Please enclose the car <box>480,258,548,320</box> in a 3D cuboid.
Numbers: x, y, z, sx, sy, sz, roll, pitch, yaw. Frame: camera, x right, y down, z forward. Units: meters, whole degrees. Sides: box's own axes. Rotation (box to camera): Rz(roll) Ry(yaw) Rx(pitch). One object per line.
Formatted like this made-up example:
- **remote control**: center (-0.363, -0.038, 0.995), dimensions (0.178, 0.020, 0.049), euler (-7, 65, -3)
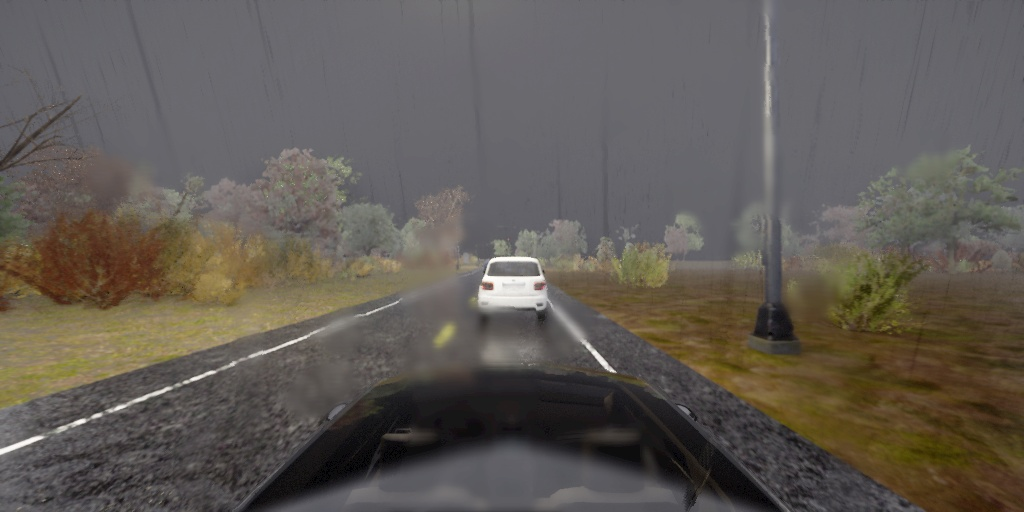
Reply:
- **car**: center (0.068, 1.084, 13.312), dimensions (2.150, 2.045, 5.566), euler (0, 0, 0)
